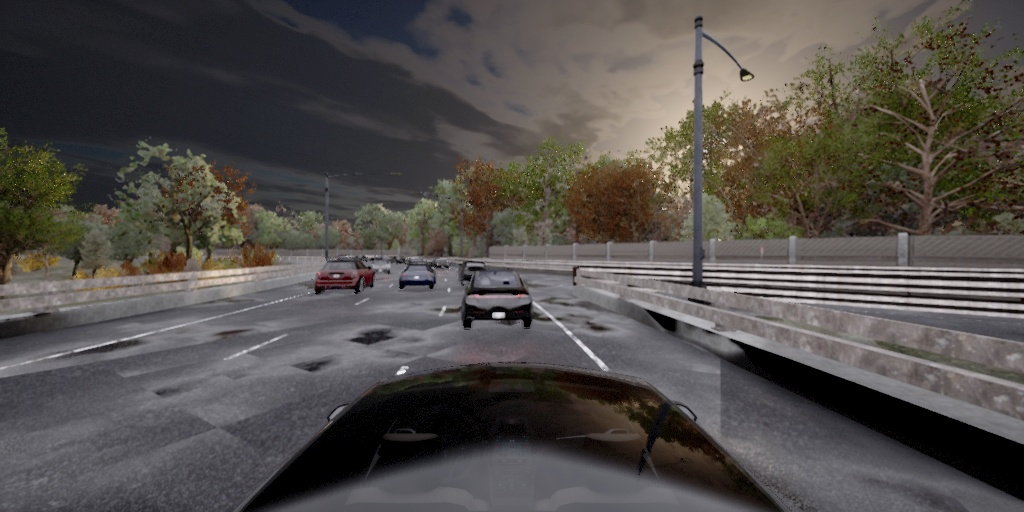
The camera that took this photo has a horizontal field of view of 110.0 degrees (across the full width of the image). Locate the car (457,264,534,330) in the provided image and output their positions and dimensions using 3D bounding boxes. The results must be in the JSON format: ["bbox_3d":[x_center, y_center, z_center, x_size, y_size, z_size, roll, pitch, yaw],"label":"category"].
[{"bbox_3d":[-0.500,1.171,10.929,2.128,1.511,4.902,0,1,-4],"label":"car"}]

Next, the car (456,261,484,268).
[{"bbox_3d":[-2.684,1.081,24.407,1.837,1.490,4.892,0,1,-12],"label":"car"}]

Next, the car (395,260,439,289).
[{"bbox_3d":[-5.711,1.157,21.950,1.994,1.385,4.181,0,0,-11],"label":"car"}]

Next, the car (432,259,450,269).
[{"bbox_3d":[-9.425,1.012,45.671,1.895,1.301,4.718,0,0,-26],"label":"car"}]

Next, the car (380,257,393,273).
[{"bbox_3d":[-13.535,1.077,36.916,1.895,1.301,4.718,0,0,-20],"label":"car"}]

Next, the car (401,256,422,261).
[{"bbox_3d":[-10.374,0.958,38.357,2.128,1.511,4.902,0,0,-20],"label":"car"}]

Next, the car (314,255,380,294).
[{"bbox_3d":[-8.759,0.965,19.194,2.097,1.767,4.553,0,0,-10],"label":"car"}]
